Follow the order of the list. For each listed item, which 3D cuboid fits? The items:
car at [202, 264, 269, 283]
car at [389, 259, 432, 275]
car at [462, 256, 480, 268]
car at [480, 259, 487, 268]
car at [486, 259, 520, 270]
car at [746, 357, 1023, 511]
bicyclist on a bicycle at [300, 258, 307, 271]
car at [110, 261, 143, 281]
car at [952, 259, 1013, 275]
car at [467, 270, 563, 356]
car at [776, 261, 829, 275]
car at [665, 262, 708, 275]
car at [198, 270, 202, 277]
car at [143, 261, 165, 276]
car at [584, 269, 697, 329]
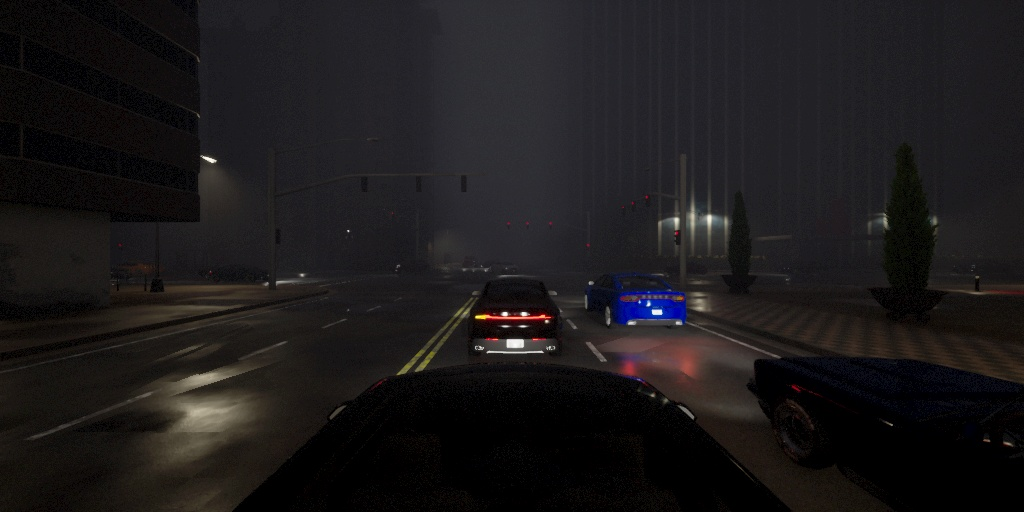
[{"bbox_3d":[-20.685,1.314,27.526,4.181,1.385,1.994,0,0,-1],"label":"car"},{"bbox_3d":[-11.285,1.102,39.802,2.097,1.767,4.553,-1,0,44],"label":"car"},{"bbox_3d":[-7.090,0.972,61.053,2.150,2.045,5.566,0,0,0],"label":"car"},{"bbox_3d":[-3.593,1.314,58.822,1.994,1.385,4.181,0,0,0],"label":"car"},{"bbox_3d":[-0.830,1.276,39.222,1.812,1.442,4.674,-1,0,-26],"label":"car"},{"bbox_3d":[3.601,1.351,1.920,1.895,1.301,4.718,0,0,0],"label":"car"},{"bbox_3d":[-26.424,1.051,45.450,0.582,1.620,1.656,0,0,-1],"label":"bicyclist on a bicycle"},{"bbox_3d":[-32.005,1.242,27.421,4.902,1.511,2.128,0,0,0],"label":"car"},{"bbox_3d":[50.886,1.101,38.867,4.553,1.767,2.097,0,0,0],"label":"car"},{"bbox_3d":[0.061,1.255,8.576,1.837,1.490,4.892,0,0,0],"label":"car"},{"bbox_3d":[31.343,1.255,38.756,4.892,1.490,1.837,0,0,-1],"label":"car"},{"bbox_3d":[18.702,1.314,38.627,4.181,1.385,1.994,0,0,-1],"label":"car"},{"bbox_3d":[-24.039,1.351,30.993,4.718,1.301,1.895,0,0,-1],"label":"car"},{"bbox_3d":[-36.536,1.227,34.557,5.008,1.535,1.882,0,0,0],"label":"car"},{"bbox_3d":[3.574,1.228,11.265,1.882,1.535,5.008,0,0,0],"label":"car"}]
